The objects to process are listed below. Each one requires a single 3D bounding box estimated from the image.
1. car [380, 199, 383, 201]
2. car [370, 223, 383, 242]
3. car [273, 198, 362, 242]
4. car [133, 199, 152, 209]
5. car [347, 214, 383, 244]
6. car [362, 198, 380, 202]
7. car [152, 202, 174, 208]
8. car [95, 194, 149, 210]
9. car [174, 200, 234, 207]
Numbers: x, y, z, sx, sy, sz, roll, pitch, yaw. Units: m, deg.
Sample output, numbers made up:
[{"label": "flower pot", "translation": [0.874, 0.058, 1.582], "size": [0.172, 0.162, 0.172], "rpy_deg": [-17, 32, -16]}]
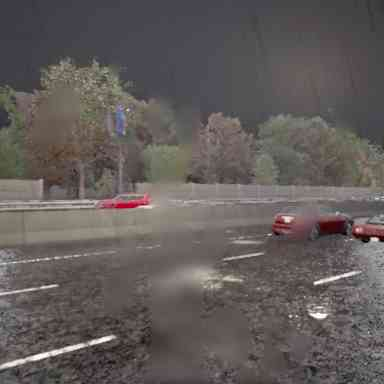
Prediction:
[{"label": "car", "translation": [32.232, 1.655, 52.684], "size": [4.181, 1.385, 1.994], "rpy_deg": [0, 0, -35]}, {"label": "car", "translation": [7.212, 1.551, 8.889], "size": [5.357, 1.411, 2.033], "rpy_deg": [0, 0, -35]}, {"label": "car", "translation": [6.203, 1.358, 16.768], "size": [4.553, 1.767, 2.097], "rpy_deg": [0, 0, -35]}, {"label": "car", "translation": [-2.867, 1.608, 32.035], "size": [4.718, 1.301, 1.895], "rpy_deg": [0, 0, -35]}, {"label": "car", "translation": [9.084, 1.608, 14.522], "size": [4.718, 1.301, 1.895], "rpy_deg": [0, 0, -35]}, {"label": "car", "translation": [30.168, 1.640, 55.488], "size": [5.357, 1.411, 2.033], "rpy_deg": [0, 0, -35]}, {"label": "car", "translation": [-0.630, 1.499, 29.329], "size": [4.902, 1.511, 2.128], "rpy_deg": [0, 0, -35]}, {"label": "car", "translation": [-6.848, 1.228, 33.495], "size": [5.566, 2.045, 2.150], "rpy_deg": [0, 0, -35]}, {"label": "car", "translation": [1.432, 1.499, 26.501], "size": [4.902, 1.511, 2.128], "rpy_deg": [0, 0, -35]}]
